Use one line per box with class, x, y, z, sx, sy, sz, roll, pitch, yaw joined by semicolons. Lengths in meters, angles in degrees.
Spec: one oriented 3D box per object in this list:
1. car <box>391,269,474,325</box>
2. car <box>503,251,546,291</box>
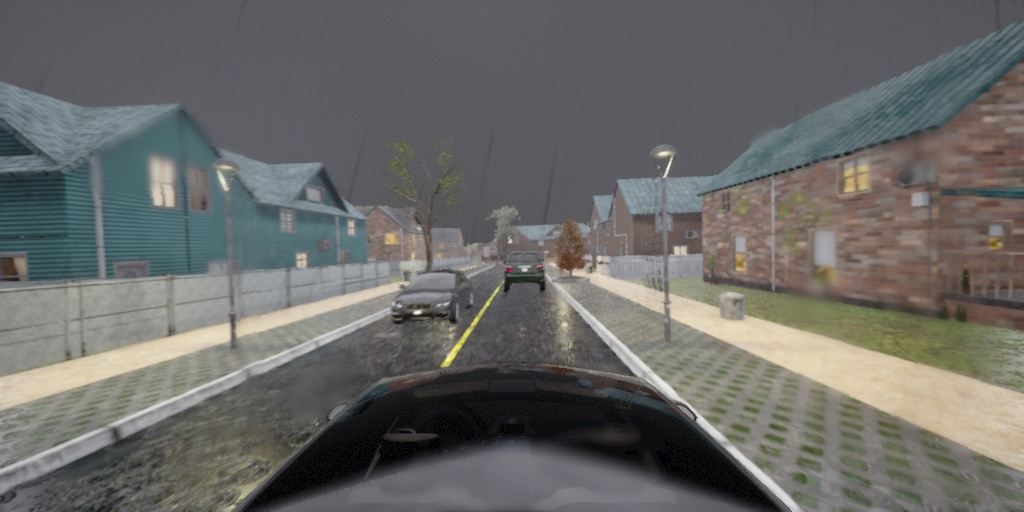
car;-2.434;1.228;11.930;1.837;1.490;4.892;-2;0;2
car;0.665;0.776;20.345;2.150;2.045;5.566;-2;0;1
